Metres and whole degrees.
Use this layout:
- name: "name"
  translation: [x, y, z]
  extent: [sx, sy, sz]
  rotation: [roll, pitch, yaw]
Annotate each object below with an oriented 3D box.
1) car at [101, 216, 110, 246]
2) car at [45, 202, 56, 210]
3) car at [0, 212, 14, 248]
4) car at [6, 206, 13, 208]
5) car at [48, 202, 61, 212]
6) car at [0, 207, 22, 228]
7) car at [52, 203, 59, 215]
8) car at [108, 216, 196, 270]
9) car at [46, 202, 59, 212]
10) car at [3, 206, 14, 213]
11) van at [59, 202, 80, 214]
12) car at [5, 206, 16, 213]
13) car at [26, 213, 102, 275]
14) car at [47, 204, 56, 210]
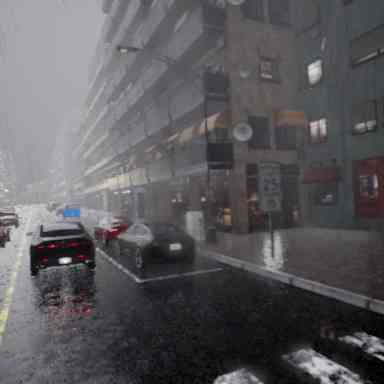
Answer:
- name: "car"
  translation: [-3.745, 1.815, 16.440]
  extent: [1.802, 1.307, 4.206]
  rotation: [-1, -1, -25]
- name: "car"
  translation: [-34.792, 3.365, 81.855]
  extent: [2.192, 1.841, 5.009]
  rotation: [-1, -1, -25]
- name: "car"
  translation: [-10.436, 2.028, 17.013]
  extent: [1.812, 1.442, 4.674]
  rotation: [-2, -1, -25]
- name: "car"
  translation: [-35.204, 3.442, 63.196]
  extent: [1.887, 1.381, 4.507]
  rotation: [-1, -1, -25]
- name: "car"
  translation: [-27.629, 2.944, 66.759]
  extent: [2.192, 1.841, 5.009]
  rotation: [-1, -1, -25]
- name: "car"
  translation: [-15.882, 2.346, 28.525]
  extent: [1.812, 1.442, 4.674]
  rotation: [-2, -1, -25]
- name: "car"
  translation: [-18.072, 2.615, 46.630]
  extent: [1.887, 1.381, 4.507]
  rotation: [-1, -1, -25]
- name: "car"
  translation: [-1.359, 1.660, 11.409]
  extent: [1.947, 1.339, 4.313]
  rotation: [-1, -1, -25]
- name: "car"
  translation: [-25.242, 2.804, 61.728]
  extent: [2.192, 1.841, 5.009]
  rotation: [-1, -1, -25]
- name: "car"
  translation: [-37.590, 3.619, 68.226]
  extent: [1.802, 1.307, 4.206]
  rotation: [-1, -1, -25]
- name: "van"
  translation: [-13.303, 2.132, 36.571]
  extent: [1.690, 1.788, 3.998]
  rotation: [-1, -1, -25]
- name: "car"
  translation: [-39.978, 3.759, 73.258]
  extent: [1.802, 1.307, 4.206]
  rotation: [-1, -1, -25]
- name: "car"
  translation: [-4.543, 1.731, 11.527]
  extent: [1.837, 1.490, 4.892]
  rotation: [-2, -1, -24]
- name: "car"
  translation: [-32.471, 3.439, 76.973]
  extent: [1.752, 1.417, 4.829]
  rotation: [-1, -1, -25]
